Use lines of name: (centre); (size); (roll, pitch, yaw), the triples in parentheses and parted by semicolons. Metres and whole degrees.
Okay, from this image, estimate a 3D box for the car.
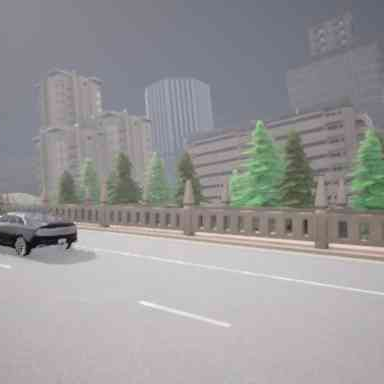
car: (-6.466, 1.475, 12.906); (4.902, 1.511, 2.128); (0, 0, 36)
